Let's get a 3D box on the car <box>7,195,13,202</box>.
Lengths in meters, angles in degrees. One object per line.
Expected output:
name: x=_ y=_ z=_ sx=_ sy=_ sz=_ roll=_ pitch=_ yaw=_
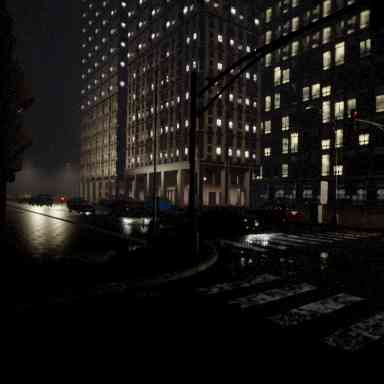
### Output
car: x=-37.088 y=1.397 z=69.722 sx=1.947 sy=1.339 sz=4.313 roll=1 pitch=-1 yaw=-35

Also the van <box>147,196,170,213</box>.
van: x=-4.080 y=1.382 z=37.741 sx=1.690 sy=1.788 sz=3.998 roll=1 pitch=-1 yaw=-35

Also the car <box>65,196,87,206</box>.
car: x=-18.925 y=1.456 z=54.157 sx=2.128 sy=1.511 sz=4.902 roll=1 pitch=-1 yaw=-35

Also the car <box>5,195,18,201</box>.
car: x=-40.359 y=1.378 z=74.327 sx=2.008 sy=1.369 sz=4.403 roll=1 pitch=-1 yaw=-35

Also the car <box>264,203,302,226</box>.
car: x=5.734 y=1.505 z=23.926 sx=1.967 sy=1.590 sz=4.097 roll=1 pitch=-1 yaw=-35

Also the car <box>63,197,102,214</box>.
car: x=-10.914 y=1.427 z=32.886 sx=2.008 sy=1.369 sz=4.403 roll=1 pitch=-1 yaw=-35

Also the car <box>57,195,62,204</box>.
car: x=-24.911 y=1.307 z=62.585 sx=2.097 sy=1.767 sz=4.553 roll=1 pitch=-1 yaw=-35

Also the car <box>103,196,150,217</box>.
car: x=-6.105 y=1.411 z=30.600 sx=1.882 sy=1.535 sz=5.008 roll=1 pitch=-1 yaw=-35

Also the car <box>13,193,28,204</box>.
car: x=-30.540 y=1.155 z=60.515 sx=2.192 sy=1.841 sz=5.009 roll=1 pitch=-1 yaw=-35

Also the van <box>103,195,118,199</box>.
van: x=-10.623 y=1.368 z=46.950 sx=1.690 sy=1.788 sz=3.998 roll=1 pitch=-1 yaw=-35

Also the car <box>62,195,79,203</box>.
car: x=-14.654 y=1.406 z=42.679 sx=2.128 sy=1.511 sz=4.902 roll=1 pitch=-1 yaw=-35

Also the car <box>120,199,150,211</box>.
car: x=-7.355 y=1.584 z=42.343 sx=2.008 sy=1.369 sz=4.403 roll=1 pitch=-1 yaw=-35

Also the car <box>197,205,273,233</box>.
car: x=2.185 y=1.519 z=19.118 sx=1.994 sy=1.385 sz=4.181 roll=1 pitch=-1 yaw=-38

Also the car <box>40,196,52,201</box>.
car: x=-36.802 y=1.570 z=83.784 sx=1.802 sy=1.307 sz=4.206 roll=1 pitch=-1 yaw=-35

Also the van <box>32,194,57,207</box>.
van: x=-20.725 y=1.197 z=46.701 sx=1.690 sy=1.788 sz=3.998 roll=1 pitch=-1 yaw=-35

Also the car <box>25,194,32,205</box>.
car: x=-24.001 y=1.432 z=51.304 sx=1.802 sy=1.307 sz=4.206 roll=1 pitch=-1 yaw=-35

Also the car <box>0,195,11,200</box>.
car: x=-46.807 y=1.365 z=83.400 sx=1.752 sy=1.417 sz=4.829 roll=1 pitch=-1 yaw=-35
